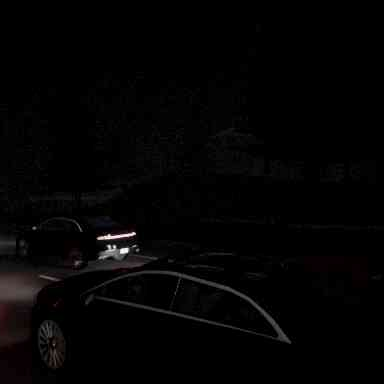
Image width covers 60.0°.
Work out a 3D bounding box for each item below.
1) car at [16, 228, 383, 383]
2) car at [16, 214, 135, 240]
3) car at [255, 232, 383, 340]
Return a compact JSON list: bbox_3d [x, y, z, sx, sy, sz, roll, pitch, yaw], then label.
[{"bbox_3d":[-0.021,1.490,4.002,4.902,1.511,2.128,0,0,35],"label":"car"},{"bbox_3d":[-3.925,1.478,11.001,4.902,1.511,2.128,0,0,36],"label":"car"},{"bbox_3d":[3.656,1.601,5.683,4.718,1.301,1.895,0,0,36],"label":"car"}]
